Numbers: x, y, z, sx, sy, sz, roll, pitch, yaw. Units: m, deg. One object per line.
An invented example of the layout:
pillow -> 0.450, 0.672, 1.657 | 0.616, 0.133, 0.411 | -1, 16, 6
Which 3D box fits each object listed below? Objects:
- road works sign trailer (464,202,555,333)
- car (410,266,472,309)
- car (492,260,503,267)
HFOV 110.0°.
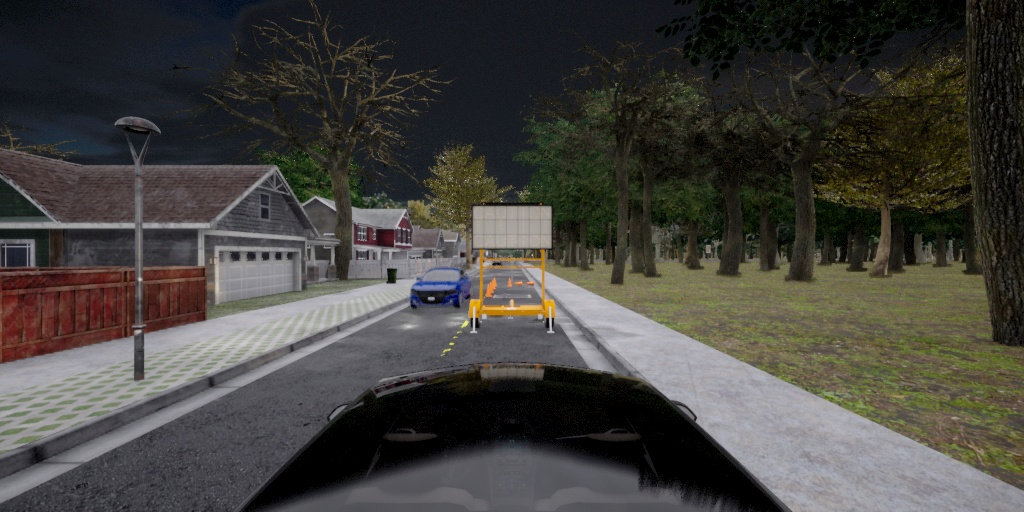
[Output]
road works sign trailer -> 0.009, 0.214, 10.705 | 2.380, 3.560, 2.880 | 0, 0, 0
car -> -2.836, 1.228, 15.113 | 1.882, 1.535, 5.008 | 0, 0, 0
car -> -2.696, 1.381, 65.174 | 1.895, 1.301, 4.718 | 0, 0, 0
